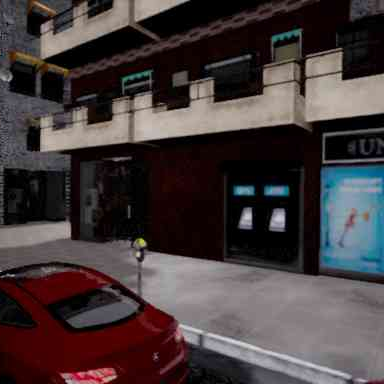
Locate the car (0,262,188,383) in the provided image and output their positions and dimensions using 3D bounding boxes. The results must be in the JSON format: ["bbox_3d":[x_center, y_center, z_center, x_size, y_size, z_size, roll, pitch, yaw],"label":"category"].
[{"bbox_3d":[-1.979,1.561,4.132,4.206,1.307,1.802,0,0,35],"label":"car"}]

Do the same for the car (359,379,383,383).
[{"bbox_3d":[2.576,1.554,0.884,4.507,1.381,1.887,0,0,35],"label":"car"}]
